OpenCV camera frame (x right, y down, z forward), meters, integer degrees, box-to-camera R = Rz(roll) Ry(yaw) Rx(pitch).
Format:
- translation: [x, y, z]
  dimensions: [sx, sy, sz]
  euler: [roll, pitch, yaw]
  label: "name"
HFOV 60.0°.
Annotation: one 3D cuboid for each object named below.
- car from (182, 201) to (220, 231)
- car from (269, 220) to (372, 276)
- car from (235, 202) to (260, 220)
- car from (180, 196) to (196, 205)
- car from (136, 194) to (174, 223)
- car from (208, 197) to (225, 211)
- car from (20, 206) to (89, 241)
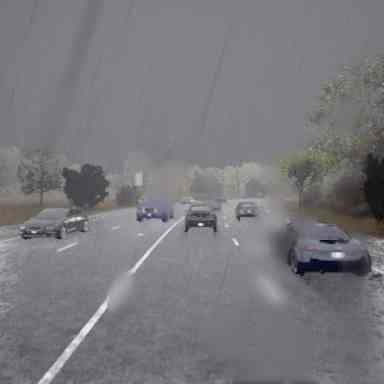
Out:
- translation: [0.601, 1.504, 20.370]
  dimensions: [1.837, 1.490, 4.892]
  euler: [0, 0, 3]
  label: "car"
- translation: [3.731, 1.565, 10.402]
  dimensions: [1.994, 1.385, 4.181]
  euler: [0, 0, 1]
  label: "car"
- translation: [4.631, 1.551, 27.981]
  dimensions: [2.033, 1.411, 5.357]
  euler: [0, 0, 5]
  label: "car"
- translation: [-0.679, 1.494, 58.254]
  dimensions: [1.837, 1.490, 4.892]
  euler: [0, 0, 16]
  label: "car"
- translation: [-2.746, 1.217, 25.900]
  dimensions: [2.150, 2.045, 5.566]
  euler: [0, 0, 5]
  label: "car"
- translation: [2.397, 1.565, 38.369]
  dimensions: [1.994, 1.385, 4.181]
  euler: [0, 0, 9]
  label: "car"
- translation: [-6.757, 1.500, 16.888]
  dimensions: [1.837, 1.490, 4.892]
  euler: [0, 0, 3]
  label: "car"
